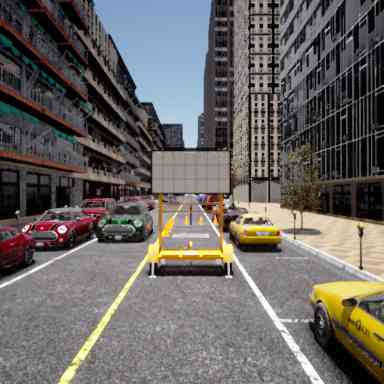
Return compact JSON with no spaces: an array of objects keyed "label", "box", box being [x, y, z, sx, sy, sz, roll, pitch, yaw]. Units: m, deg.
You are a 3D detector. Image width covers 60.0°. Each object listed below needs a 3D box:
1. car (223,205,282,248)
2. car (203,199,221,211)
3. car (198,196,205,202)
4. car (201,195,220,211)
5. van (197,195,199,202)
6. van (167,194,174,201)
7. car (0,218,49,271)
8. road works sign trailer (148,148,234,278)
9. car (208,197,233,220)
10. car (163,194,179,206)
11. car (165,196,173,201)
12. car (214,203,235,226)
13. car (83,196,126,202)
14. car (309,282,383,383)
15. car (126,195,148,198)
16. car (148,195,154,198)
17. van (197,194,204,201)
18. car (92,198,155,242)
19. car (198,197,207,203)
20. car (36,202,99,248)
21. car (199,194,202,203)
[{"label":"car","box":[2.635,1.532,14.750,1.752,1.417,4.829,0,0,0]},{"label":"car","box":[2.518,1.598,42.897,2.008,1.369,4.403,0,0,0]},{"label":"car","box":[2.352,1.762,82.538,1.802,1.307,4.206,0,0,0]},{"label":"car","box":[2.543,1.351,37.234,2.192,1.841,5.009,0,0,0]},{"label":"van","box":[2.400,1.477,71.213,1.690,1.788,3.998,0,0,0]},{"label":"van","box":[-6.075,1.571,93.832,1.690,1.788,3.998,0,0,0]},{"label":"car","box":[-5.720,1.585,8.882,1.802,1.307,4.206,0,0,0]},{"label":"road works sign trailer","box":[-0.034,0.468,10.102,2.380,3.560,2.880,0,0,0]},{"label":"car","box":[2.589,1.459,25.907,1.967,1.590,4.097,0,0,0]},{"label":"car","box":[-3.318,1.439,57.597,2.097,1.767,4.553,0,0,0]},{"label":"car","box":[-6.051,1.769,88.166,1.947,1.339,4.313,0,0,0]},{"label":"car","box":[2.612,1.579,20.244,1.947,1.339,4.313,0,0,0]},{"label":"car","box":[-5.766,1.328,20.209,2.192,1.841,5.009,0,0,0]},{"label":"car","box":[2.683,1.526,3.425,1.752,1.417,4.829,0,0,0]},{"label":"car","box":[-5.813,1.341,31.535,2.192,1.841,5.009,0,0,0]},{"label":"car","box":[-5.861,1.362,42.863,2.192,1.841,5.009,0,0,0]},{"label":"van","box":[2.329,1.544,88.202,1.690,1.788,3.998,0,0,0]},{"label":"car","box":[-3.168,1.361,16.487,2.097,1.767,4.553,0,0,0]},{"label":"car","box":[2.376,1.740,76.876,1.802,1.307,4.206,0,0,0]},{"label":"car","box":[-5.743,1.447,14.545,1.967,1.590,4.097,0,0,0]},{"label":"car","box":[2.495,1.376,48.559,2.192,1.841,5.009,0,0,0]}]
